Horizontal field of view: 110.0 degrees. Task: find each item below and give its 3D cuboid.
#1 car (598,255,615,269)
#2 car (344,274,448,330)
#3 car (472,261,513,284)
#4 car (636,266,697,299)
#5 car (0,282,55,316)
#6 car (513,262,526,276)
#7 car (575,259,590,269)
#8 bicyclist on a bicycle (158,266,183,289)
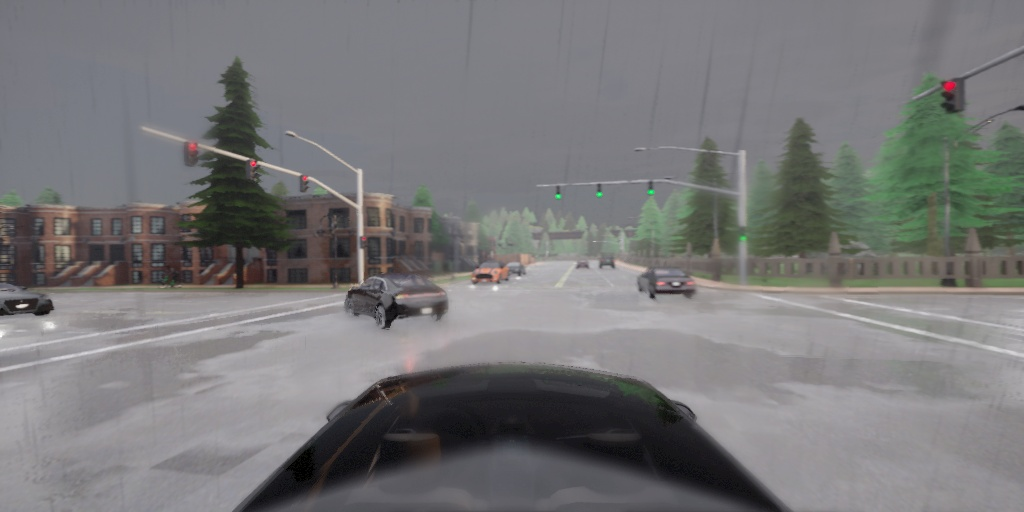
[{"bbox_3d":[14.067,0.838,53.316,2.150,2.045,5.566,-1,0,11],"label":"car"},{"bbox_3d":[-3.910,1.327,11.694,2.128,1.511,4.902,0,-1,-40],"label":"car"},{"bbox_3d":[-1.588,1.181,27.907,2.097,1.767,4.553,-1,0,11],"label":"car"},{"bbox_3d":[7.290,1.206,17.370,2.033,1.411,5.357,-1,0,11],"label":"car"},{"bbox_3d":[-19.734,1.668,13.342,4.181,1.385,1.994,-1,0,9],"label":"car"},{"bbox_3d":[0.292,1.342,37.660,1.812,1.442,4.674,-1,0,11],"label":"car"},{"bbox_3d":[10.568,1.201,53.637,1.812,1.442,4.674,-1,0,11],"label":"car"},{"bbox_3d":[-24.182,1.506,25.400,0.582,1.620,1.656,-1,0,9],"label":"bicyclist on a bicycle"}]
